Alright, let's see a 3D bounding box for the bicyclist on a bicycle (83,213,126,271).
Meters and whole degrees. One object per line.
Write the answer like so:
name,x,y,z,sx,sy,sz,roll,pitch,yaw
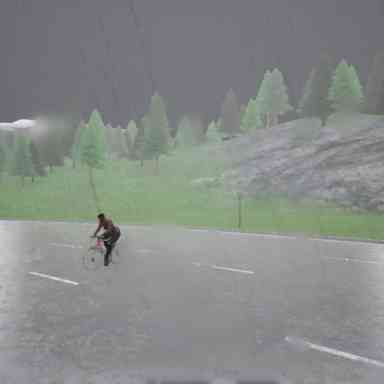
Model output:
bicyclist on a bicycle,-2.558,1.453,9.872,0.582,1.620,1.656,0,0,35
